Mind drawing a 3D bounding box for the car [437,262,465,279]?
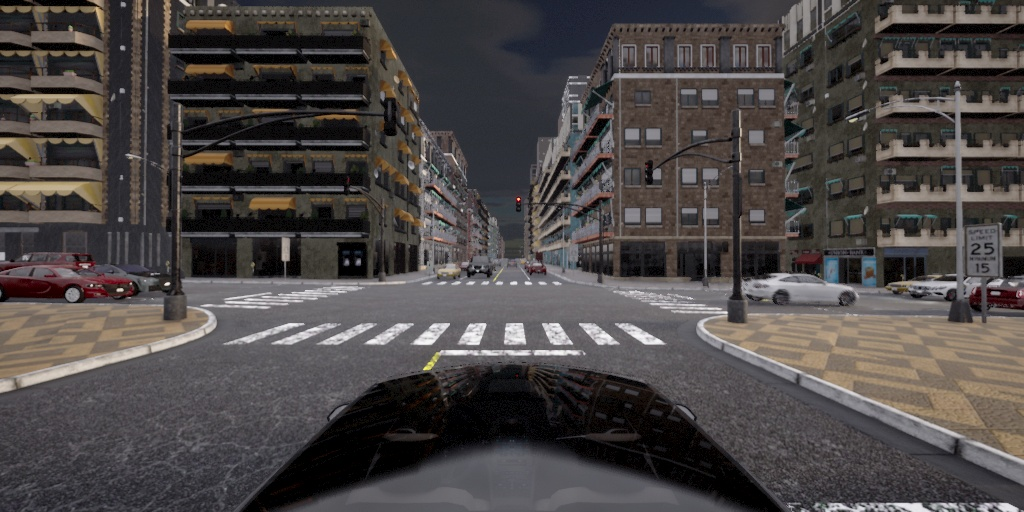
[{"bbox_3d":[-5.682,1.313,32.670,1.751,1.417,4.829,0,0,0],"label":"car"}]

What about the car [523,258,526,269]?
[{"bbox_3d":[2.702,1.241,43.871,1.967,1.591,4.097,0,0,0],"label":"car"}]

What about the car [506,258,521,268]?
[{"bbox_3d":[0.017,1.320,63.777,2.128,1.511,4.902,0,0,0],"label":"car"}]

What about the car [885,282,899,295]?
[{"bbox_3d":[26.251,1.775,22.365,4.829,1.417,1.751,0,0,0],"label":"car"}]

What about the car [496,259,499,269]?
[{"bbox_3d":[-3.086,1.312,48.641,1.837,1.490,4.892,0,0,0],"label":"car"}]

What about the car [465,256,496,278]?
[{"bbox_3d":[-3.091,1.012,35.250,2.150,2.045,5.566,0,0,0],"label":"car"}]

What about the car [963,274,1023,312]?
[{"bbox_3d":[20.838,1.512,14.012,4.097,1.591,1.967,0,0,0],"label":"car"}]

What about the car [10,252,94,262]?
[{"bbox_3d":[-28.641,0.706,21.999,5.009,1.841,2.192,0,0,0],"label":"car"}]

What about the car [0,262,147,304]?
[{"bbox_3d":[-17.260,1.023,13.701,4.507,1.381,1.888,0,0,0],"label":"car"}]

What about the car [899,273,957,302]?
[{"bbox_3d":[24.838,1.723,19.804,4.674,1.442,1.812,1,-1,0],"label":"car"}]

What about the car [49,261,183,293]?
[{"bbox_3d":[-17.674,1.063,16.292,4.181,1.385,1.994,1,-1,-1],"label":"car"}]

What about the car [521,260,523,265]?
[{"bbox_3d":[2.705,1.398,54.918,1.802,1.307,4.207,0,0,0],"label":"car"}]

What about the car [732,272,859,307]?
[{"bbox_3d":[13.174,1.508,16.638,4.674,1.442,1.812,1,-1,1],"label":"car"}]

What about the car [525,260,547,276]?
[{"bbox_3d":[2.701,1.339,38.347,1.888,1.381,4.507,0,0,0],"label":"car"}]
